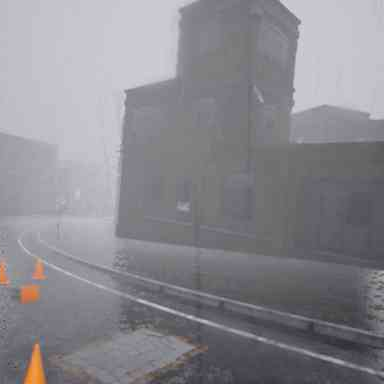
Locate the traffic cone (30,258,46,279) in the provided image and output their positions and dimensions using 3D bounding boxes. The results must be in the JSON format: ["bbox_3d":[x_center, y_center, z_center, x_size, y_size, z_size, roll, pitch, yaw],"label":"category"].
[{"bbox_3d":[-4.583,2.259,9.941,0.340,0.580,0.340,-1,-4,39],"label":"traffic cone"}]

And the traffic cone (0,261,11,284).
[{"bbox_3d":[-5.209,2.208,9.167,0.340,0.580,0.340,-1,-4,39],"label":"traffic cone"}]
